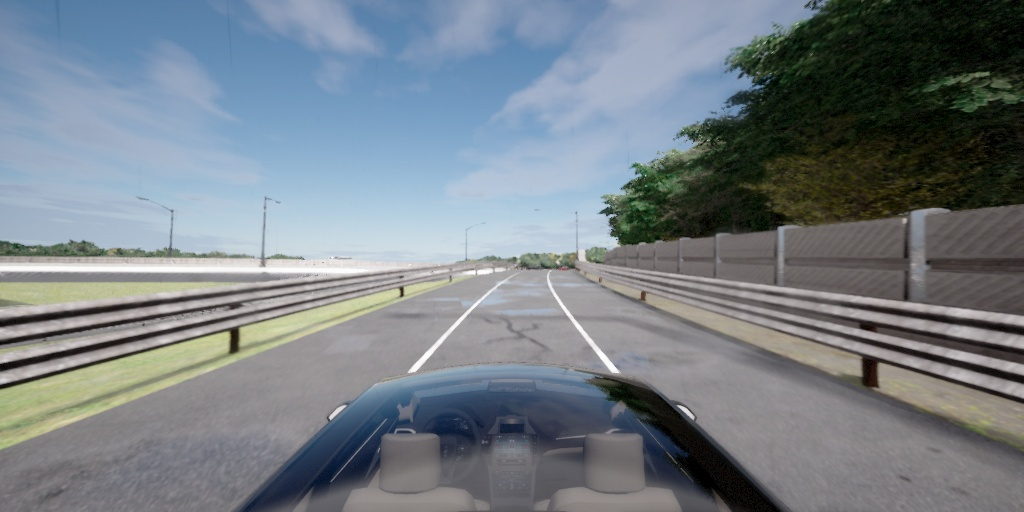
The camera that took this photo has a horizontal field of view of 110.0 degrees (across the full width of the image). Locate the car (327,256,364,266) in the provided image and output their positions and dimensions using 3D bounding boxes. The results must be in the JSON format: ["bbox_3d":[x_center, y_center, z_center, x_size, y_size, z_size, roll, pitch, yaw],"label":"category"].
[{"bbox_3d":[-27.341,1.092,59.187,5.566,2.045,2.150,2,-3,-26],"label":"car"}]
